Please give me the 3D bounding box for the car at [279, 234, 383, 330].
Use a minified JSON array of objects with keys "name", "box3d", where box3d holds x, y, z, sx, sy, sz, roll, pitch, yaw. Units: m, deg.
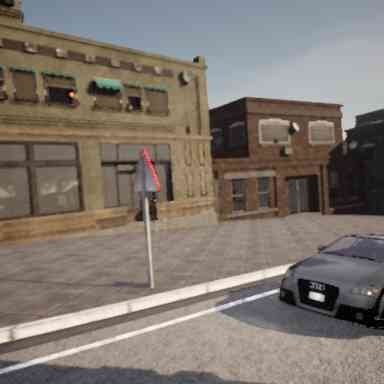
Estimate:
[{"name":"car","box3d":[3.710,1.600,6.889,4.181,1.385,1.994,0,-1,-37]}]
